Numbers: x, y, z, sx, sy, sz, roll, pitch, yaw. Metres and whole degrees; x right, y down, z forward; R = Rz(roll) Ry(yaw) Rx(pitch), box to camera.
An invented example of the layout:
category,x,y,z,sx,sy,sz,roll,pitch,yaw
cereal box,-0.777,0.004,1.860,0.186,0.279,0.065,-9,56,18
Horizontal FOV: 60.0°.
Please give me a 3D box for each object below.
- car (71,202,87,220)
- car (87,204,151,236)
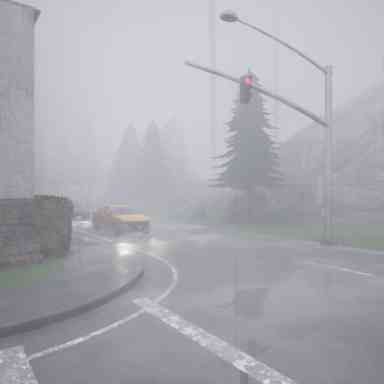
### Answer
category,x,y,z,sx,sy,sz,roll,pitch,yaw
car,-10.069,1.548,27.455,2.033,1.411,5.357,0,0,-34
car,-4.039,1.478,18.650,1.882,1.535,5.008,0,0,-34
